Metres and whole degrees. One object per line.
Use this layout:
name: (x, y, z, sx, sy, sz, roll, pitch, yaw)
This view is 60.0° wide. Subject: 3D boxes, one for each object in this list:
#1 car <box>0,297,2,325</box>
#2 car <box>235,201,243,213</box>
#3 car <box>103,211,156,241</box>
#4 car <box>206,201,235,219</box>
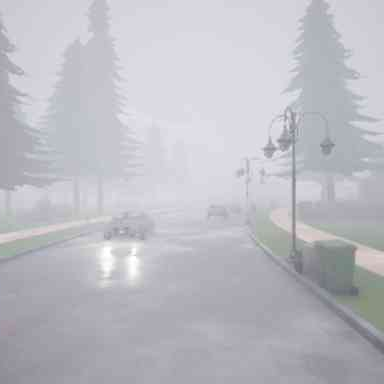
car: (-3.562, 1.497, 2.506, 1.882, 1.535, 5.008, 0, 0, 1)
car: (5.169, 1.858, 41.715, 1.994, 1.385, 4.181, 0, 0, 16)
car: (-3.158, 1.689, 17.516, 1.994, 1.385, 4.181, 0, 0, 4)
car: (2.551, 1.713, 31.393, 2.128, 1.511, 4.902, 0, 0, 11)
